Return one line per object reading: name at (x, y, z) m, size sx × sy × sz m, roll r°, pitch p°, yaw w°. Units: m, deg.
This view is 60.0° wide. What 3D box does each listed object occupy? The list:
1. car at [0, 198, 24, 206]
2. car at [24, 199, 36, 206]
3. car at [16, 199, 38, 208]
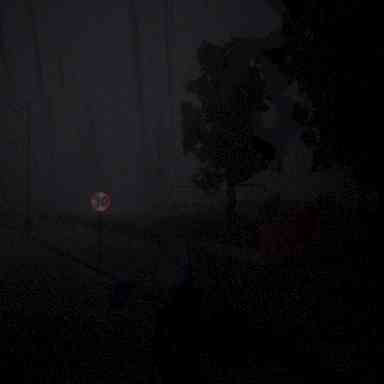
car at (-32.612, 1.868, 59.591) m, size 3.633 × 1.501 × 1.845 m, roll 0°, pitch 0°, yaw -26°
car at (-30.166, 1.958, 60.950) m, size 1.853 × 1.218 × 4.536 m, roll 0°, pitch 0°, yaw -7°
car at (-30.173, 2.116, 61.001) m, size 2.038 × 1.542 × 4.974 m, roll 0°, pitch 0°, yaw -7°
